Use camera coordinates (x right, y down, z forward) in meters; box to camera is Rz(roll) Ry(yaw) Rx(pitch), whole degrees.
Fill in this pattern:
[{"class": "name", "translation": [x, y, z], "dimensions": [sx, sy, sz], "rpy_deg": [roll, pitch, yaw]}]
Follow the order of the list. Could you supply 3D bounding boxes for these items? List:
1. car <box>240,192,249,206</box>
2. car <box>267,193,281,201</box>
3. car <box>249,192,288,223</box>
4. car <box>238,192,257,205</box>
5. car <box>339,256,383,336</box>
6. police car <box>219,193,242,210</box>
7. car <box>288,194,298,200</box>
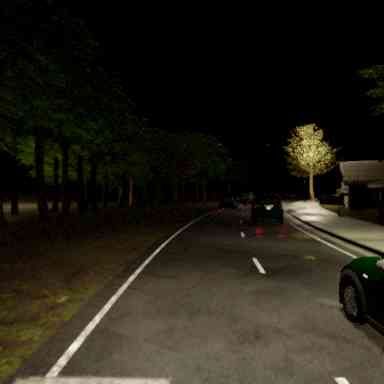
[{"class": "car", "translation": [7.747, 1.113, 52.477], "dimensions": [2.150, 2.045, 5.566], "rpy_deg": [0, 0, 19]}, {"class": "car", "translation": [18.332, 1.061, 74.073], "dimensions": [2.097, 1.767, 4.553], "rpy_deg": [0, 0, 28]}, {"class": "car", "translation": [5.672, 1.207, 25.357], "dimensions": [2.150, 2.045, 5.566], "rpy_deg": [0, 0, 9]}, {"class": "car", "translation": [9.836, 1.090, 58.073], "dimensions": [2.150, 2.045, 5.566], "rpy_deg": [0, 0, 22]}, {"class": "car", "translation": [3.703, 1.350, 4.253], "dimensions": [2.097, 1.767, 4.553], "rpy_deg": [0, 0, 1]}, {"class": "police car", "translation": [4.770, 1.352, 43.064], "dimensions": [1.930, 1.638, 5.238], "rpy_deg": [0, 0, 16]}, {"class": "car", "translation": [26.408, 1.213, 87.478], "dimensions": [2.128, 1.511, 4.902], "rpy_deg": [0, 0, 35]}]
